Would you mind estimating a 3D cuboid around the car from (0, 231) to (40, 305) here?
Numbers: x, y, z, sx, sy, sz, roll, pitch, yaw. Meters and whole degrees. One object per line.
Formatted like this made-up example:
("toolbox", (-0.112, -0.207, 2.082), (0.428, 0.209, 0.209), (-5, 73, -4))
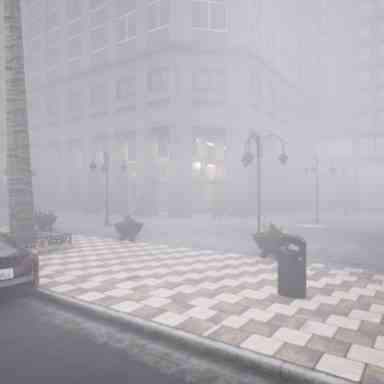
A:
("car", (-5.267, 1.512, 7.213), (4.786, 1.482, 2.161), (0, 0, 35))
